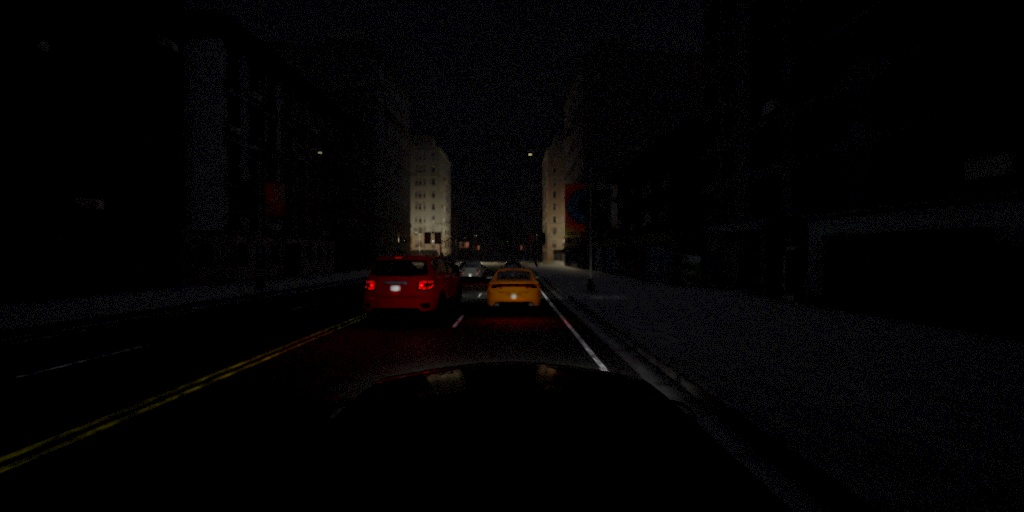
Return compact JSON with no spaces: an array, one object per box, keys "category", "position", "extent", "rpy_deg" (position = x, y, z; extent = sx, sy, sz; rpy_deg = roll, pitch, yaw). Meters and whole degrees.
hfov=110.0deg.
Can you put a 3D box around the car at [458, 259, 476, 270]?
[{"category":"car","position":[-6.556,1.234,52.928],"extent":[2.033,1.411,5.357],"rpy_deg":[0,0,0]}]

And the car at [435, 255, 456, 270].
[{"category":"car","position":[-9.803,0.908,53.290],"extent":[2.150,2.045,5.566],"rpy_deg":[0,0,0]}]

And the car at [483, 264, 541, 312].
[{"category":"car","position":[0.078,1.211,14.211],"extent":[1.882,1.535,5.008],"rpy_deg":[0,-1,0]}]

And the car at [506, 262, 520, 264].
[{"category":"car","position":[0.078,1.239,29.667],"extent":[1.812,1.442,4.674],"rpy_deg":[0,0,0]}]

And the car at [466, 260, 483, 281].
[{"category":"car","position":[-3.170,1.239,29.592],"extent":[1.812,1.442,4.674],"rpy_deg":[0,0,0]}]

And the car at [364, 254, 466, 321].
[{"category":"car","position":[-3.181,0.959,12.529],"extent":[2.150,2.045,5.566],"rpy_deg":[0,0,0]}]
